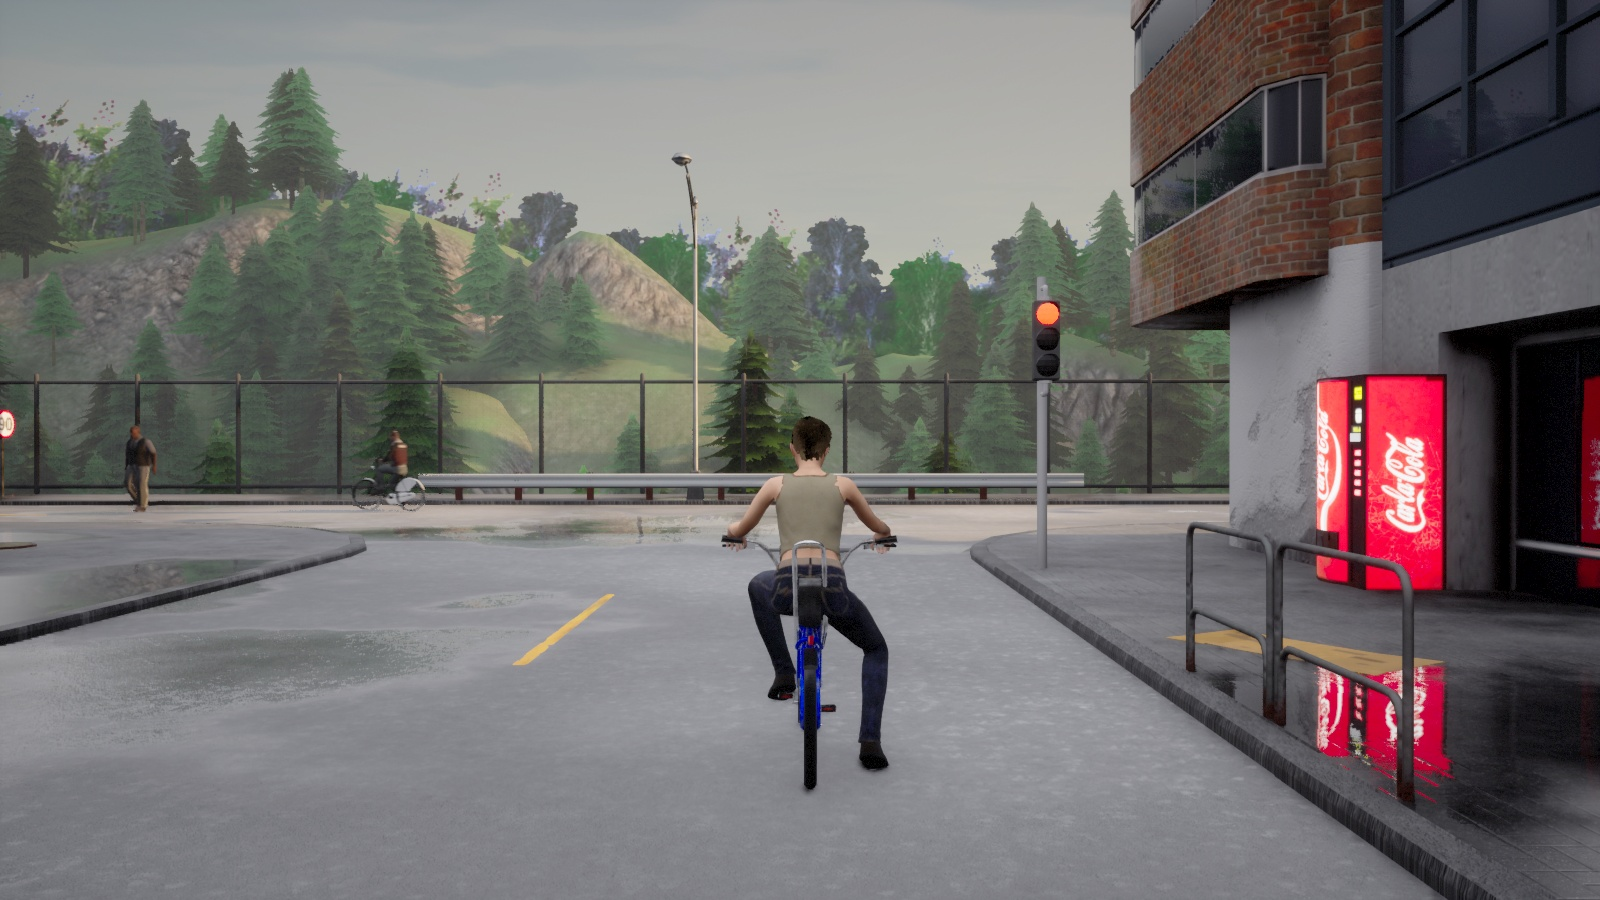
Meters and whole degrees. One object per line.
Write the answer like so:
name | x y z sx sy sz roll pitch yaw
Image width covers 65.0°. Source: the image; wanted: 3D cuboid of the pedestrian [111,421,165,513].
pedestrian | -13.779 0.353 26.143 0.563 1.883 0.849 0 0 16

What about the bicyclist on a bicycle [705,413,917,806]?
bicyclist on a bicycle | 0.045 0.650 5.896 0.866 1.612 1.509 0 0 0

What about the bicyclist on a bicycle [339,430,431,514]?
bicyclist on a bicycle | -9.020 0.456 27.303 1.843 1.776 0.659 0 2 19
